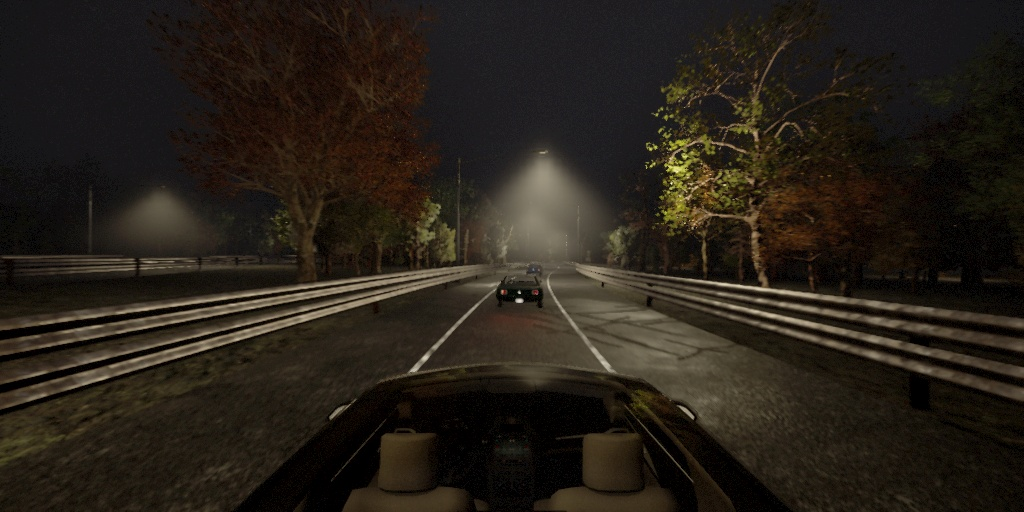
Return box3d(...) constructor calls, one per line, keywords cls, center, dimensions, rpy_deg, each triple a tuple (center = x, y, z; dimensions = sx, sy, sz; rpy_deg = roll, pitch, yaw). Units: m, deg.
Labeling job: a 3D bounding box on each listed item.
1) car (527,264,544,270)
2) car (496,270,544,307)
box3d(cls="car", center=(2.839, 1.657, 43.858), dimensions=(2.033, 1.411, 5.357), rpy_deg=(0, -1, 8))
box3d(cls="car", center=(0.398, 1.462, 16.103), dimensions=(1.895, 1.301, 4.718), rpy_deg=(0, 0, 3))
